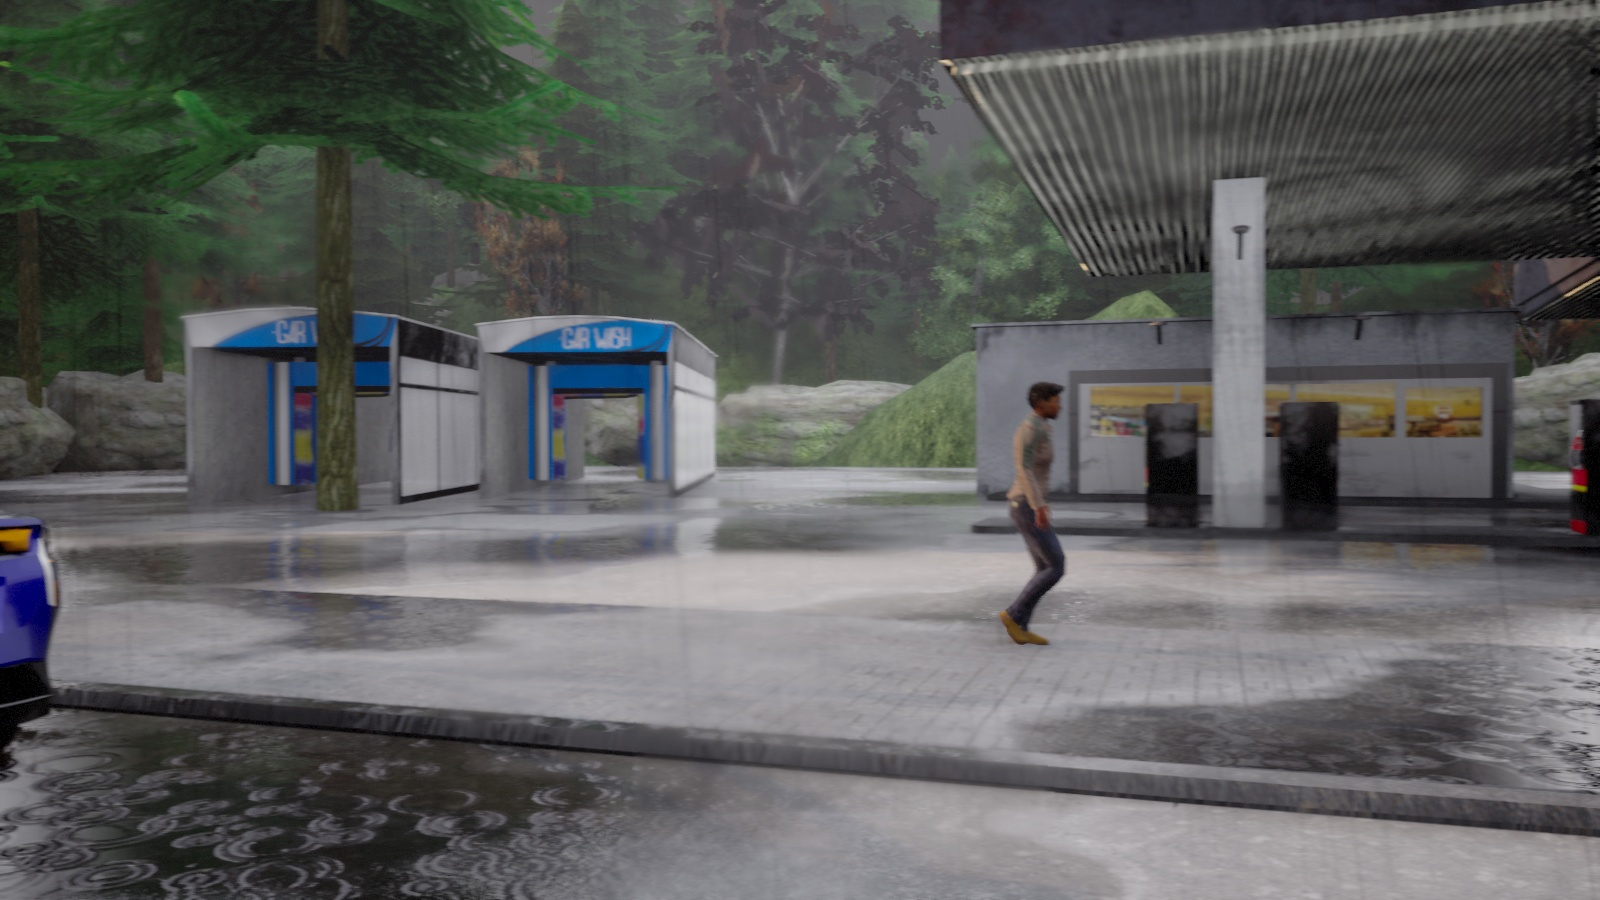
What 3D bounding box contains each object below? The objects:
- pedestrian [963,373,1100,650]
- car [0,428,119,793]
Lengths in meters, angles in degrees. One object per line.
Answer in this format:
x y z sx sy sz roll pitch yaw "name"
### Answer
1.560 0.397 8.469 0.869 1.805 0.328 0 1 16 "pedestrian"
-5.612 0.659 5.551 4.514 1.525 2.007 1 1 18 "car"
